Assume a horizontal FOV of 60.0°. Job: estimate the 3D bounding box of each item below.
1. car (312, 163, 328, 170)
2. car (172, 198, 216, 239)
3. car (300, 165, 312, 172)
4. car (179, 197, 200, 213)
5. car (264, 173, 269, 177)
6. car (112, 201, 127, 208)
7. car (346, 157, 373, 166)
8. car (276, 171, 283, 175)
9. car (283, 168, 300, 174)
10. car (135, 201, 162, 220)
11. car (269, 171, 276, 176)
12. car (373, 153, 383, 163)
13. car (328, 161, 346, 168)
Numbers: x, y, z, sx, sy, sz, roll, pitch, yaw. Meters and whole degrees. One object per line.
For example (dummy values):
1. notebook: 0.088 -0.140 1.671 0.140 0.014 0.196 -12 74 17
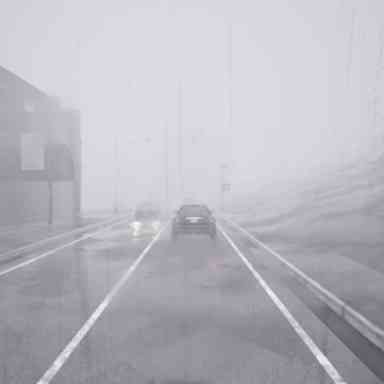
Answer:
1. car: 21.843 -3.962 53.603 2.231 1.521 4.892 0 1 -1
2. car: 0.094 1.347 17.450 2.097 1.767 4.553 0 0 0
3. car: 21.713 -4.041 59.121 2.231 1.521 4.892 0 1 -1
4. car: -0.375 1.496 39.334 2.097 1.767 4.553 0 -1 -5
5. car: 21.102 -4.488 86.742 2.185 1.767 4.553 0 1 -1
6. car: -14.920 2.624 68.514 1.994 1.385 4.181 -1 -2 -36
7. car: 22.433 -3.764 42.524 2.097 1.535 5.008 0 1 -4
8. car: 21.349 -4.196 75.551 2.002 1.452 4.674 0 1 -1
9. car: 21.471 -4.298 70.057 2.185 1.767 4.553 0 1 -1
10. car: -3.662 1.506 28.397 1.882 1.535 5.008 0 0 -1
11. car: 21.224 -4.428 81.223 2.185 1.767 4.553 0 1 -1
12. car: 22.903 -3.788 37.019 2.185 1.767 4.553 0 1 -5
13. car: 22.078 -3.826 48.061 2.002 1.452 4.674 0 1 -3
